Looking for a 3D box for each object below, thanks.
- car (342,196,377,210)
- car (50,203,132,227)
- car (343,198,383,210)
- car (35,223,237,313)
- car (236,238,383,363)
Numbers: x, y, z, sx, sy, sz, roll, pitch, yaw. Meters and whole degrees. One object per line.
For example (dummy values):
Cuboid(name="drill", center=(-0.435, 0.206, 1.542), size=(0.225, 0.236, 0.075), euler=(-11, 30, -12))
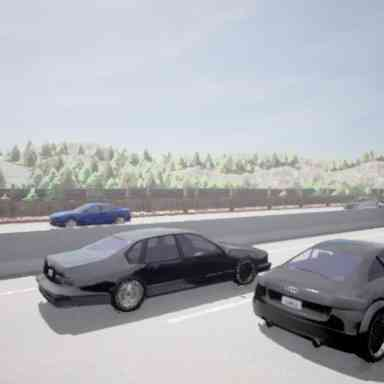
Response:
Cuboid(name="car", center=(17.056, 1.259, 33.290), size=(4.553, 1.767, 2.097), euler=(0, 0, -35))
Cuboid(name="car", center=(-6.276, 1.458, 21.004), size=(5.008, 1.535, 1.882), euler=(0, 0, -35))
Cuboid(name="car", center=(14.760, 1.448, 27.379), size=(4.674, 1.442, 1.812), euler=(0, 0, -35))
Cuboid(name="car", center=(-0.579, 1.536, 7.629), size=(5.357, 1.411, 2.033), euler=(0, 0, -35))
Cuboid(name="car", center=(3.058, 1.547, 5.923), size=(4.181, 1.385, 1.994), euler=(0, 0, -35))
